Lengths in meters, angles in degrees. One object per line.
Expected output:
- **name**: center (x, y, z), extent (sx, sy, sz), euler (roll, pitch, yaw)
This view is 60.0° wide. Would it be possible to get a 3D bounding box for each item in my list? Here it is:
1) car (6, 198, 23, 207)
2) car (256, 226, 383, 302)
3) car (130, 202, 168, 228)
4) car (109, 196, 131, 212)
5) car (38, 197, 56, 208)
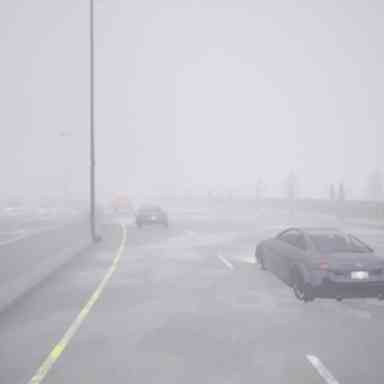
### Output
- **car**: center (-26.801, 1.583, 50.307), extent (1.895, 1.301, 4.718), euler (0, 0, -34)
- **car**: center (3.004, 1.533, 8.278), extent (1.994, 1.385, 4.181), euler (0, 0, -5)
- **car**: center (-2.780, 1.523, 22.004), extent (1.994, 1.385, 4.181), euler (0, 0, -13)
- **car**: center (-8.332, 1.292, 38.735), extent (2.097, 1.767, 4.553), euler (0, 0, -23)
- **car**: center (-20.353, 1.471, 46.631), extent (1.837, 1.490, 4.892), euler (0, 0, -31)
